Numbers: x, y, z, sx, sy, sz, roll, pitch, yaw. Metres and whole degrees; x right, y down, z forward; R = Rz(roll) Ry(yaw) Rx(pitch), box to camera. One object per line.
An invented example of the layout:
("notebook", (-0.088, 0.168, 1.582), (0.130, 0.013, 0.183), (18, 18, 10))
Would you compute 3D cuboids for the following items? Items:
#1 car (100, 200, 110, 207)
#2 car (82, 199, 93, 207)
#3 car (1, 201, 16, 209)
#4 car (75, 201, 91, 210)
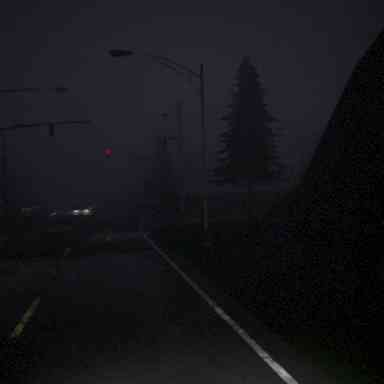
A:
("car", (-17.022, 2.129, 65.032), (1.895, 1.301, 4.718), (-2, 0, -15))
("car", (-21.557, 2.249, 68.450), (1.895, 1.301, 4.718), (-2, 0, -15))
("car", (-34.355, 2.405, 62.282), (1.845, 1.501, 3.633), (-2, 0, -15))
("car", (-17.599, 2.145, 53.421), (1.895, 1.301, 4.718), (-2, 0, -14))
